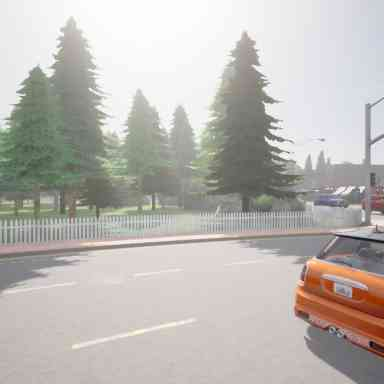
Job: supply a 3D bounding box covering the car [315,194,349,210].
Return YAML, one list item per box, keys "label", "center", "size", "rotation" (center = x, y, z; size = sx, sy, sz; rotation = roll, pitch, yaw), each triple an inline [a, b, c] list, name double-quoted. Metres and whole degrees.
- label: "car"
  center: [18.063, 1.277, 43.459]
  size: [2.150, 2.045, 5.566]
  rotation: [0, 0, -8]

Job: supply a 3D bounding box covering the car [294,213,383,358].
- label: "car"
  center: [3.966, 1.352, 5.453]
  size: [4.553, 1.767, 2.097]
  rotation: [0, 0, -26]

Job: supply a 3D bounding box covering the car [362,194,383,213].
- label: "car"
  center: [19.419, 1.277, 33.192]
  size: [2.150, 2.045, 5.566]
  rotation: [0, 0, -7]
